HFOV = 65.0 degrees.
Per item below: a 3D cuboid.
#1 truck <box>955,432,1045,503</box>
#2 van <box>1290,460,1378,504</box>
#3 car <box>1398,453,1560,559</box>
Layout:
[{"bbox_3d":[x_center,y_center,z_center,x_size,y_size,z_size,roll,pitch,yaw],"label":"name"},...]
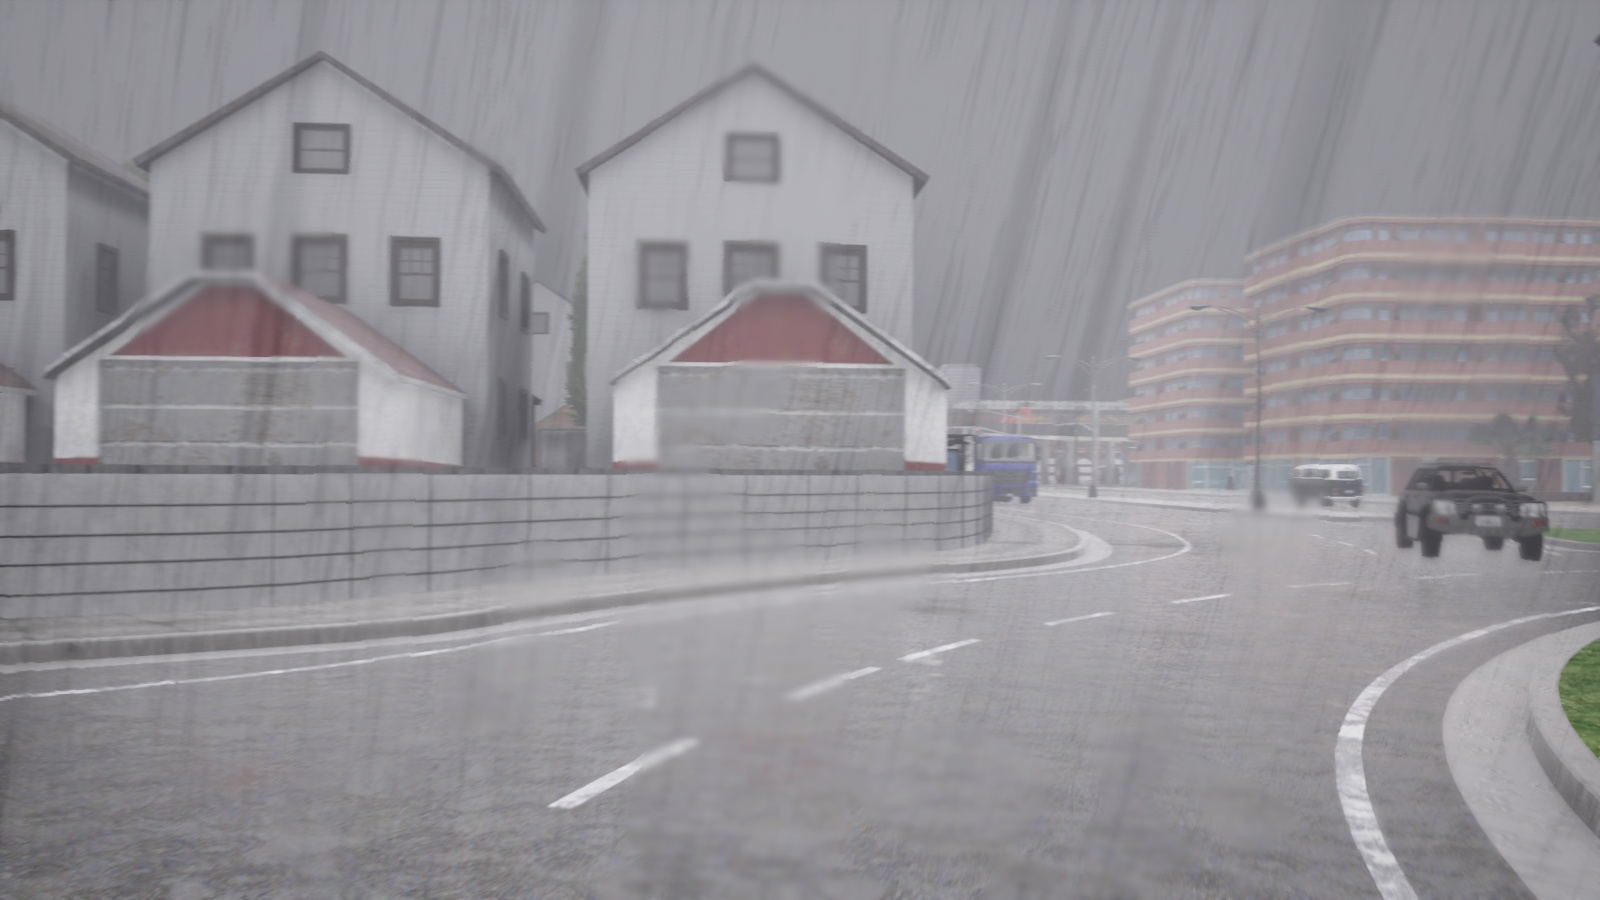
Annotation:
[{"bbox_3d":[10.206,0.907,64.905,2.891,3.462,7.936,0,-1,-4],"label":"truck"},{"bbox_3d":[25.552,1.510,60.295,2.069,2.038,4.480,0,-1,-4],"label":"van"},{"bbox_3d":[13.035,1.020,24.402,1.932,1.855,4.605,0,-1,18],"label":"car"}]
